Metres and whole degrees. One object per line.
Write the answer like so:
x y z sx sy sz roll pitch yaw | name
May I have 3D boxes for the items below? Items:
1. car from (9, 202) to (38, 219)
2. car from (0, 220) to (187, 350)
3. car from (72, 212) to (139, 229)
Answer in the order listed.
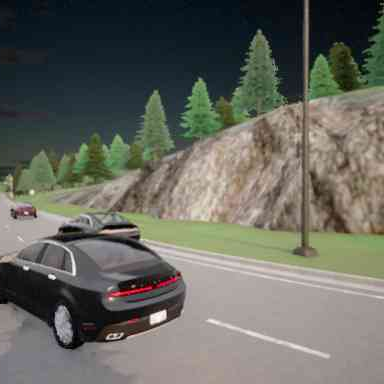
-15.407 1.621 30.339 1.812 1.442 4.674 1 0 -33 | car
-2.251 1.533 6.386 4.892 1.490 1.837 0 0 43 | car
-3.865 1.553 13.383 2.128 1.511 4.902 1 0 -39 | car
